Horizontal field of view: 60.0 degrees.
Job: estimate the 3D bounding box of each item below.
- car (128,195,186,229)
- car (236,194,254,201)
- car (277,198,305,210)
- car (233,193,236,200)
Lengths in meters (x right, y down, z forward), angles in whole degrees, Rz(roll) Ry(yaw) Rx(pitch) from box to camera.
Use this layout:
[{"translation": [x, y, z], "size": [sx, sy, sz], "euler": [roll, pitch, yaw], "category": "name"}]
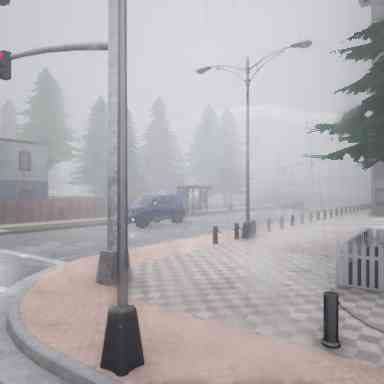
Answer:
[{"translation": [-2.688, 1.204, 22.217], "size": [2.150, 2.045, 5.566], "euler": [0, 0, 37], "category": "car"}, {"translation": [12.826, 1.140, 78.062], "size": [1.932, 1.855, 4.605], "euler": [0, 0, 36], "category": "car"}, {"translation": [12.715, 1.530, 42.365], "size": [2.033, 1.411, 5.357], "euler": [0, 0, 38], "category": "car"}, {"translation": [10.561, 1.141, 79.221], "size": [1.905, 1.878, 3.866], "euler": [0, 0, 36], "category": "car"}]
